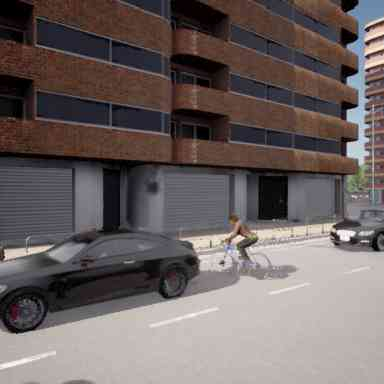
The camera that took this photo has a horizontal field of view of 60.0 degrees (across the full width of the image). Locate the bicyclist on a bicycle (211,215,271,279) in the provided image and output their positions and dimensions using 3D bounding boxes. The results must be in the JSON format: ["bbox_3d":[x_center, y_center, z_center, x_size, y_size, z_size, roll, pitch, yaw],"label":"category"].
[{"bbox_3d":[1.256,1.445,8.764,1.656,1.620,0.582,0,-1,25],"label":"bicyclist on a bicycle"}]

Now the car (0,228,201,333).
[{"bbox_3d":[-1.932,1.525,6.928,4.674,1.442,1.812,0,0,-37],"label":"car"}]

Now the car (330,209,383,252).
[{"bbox_3d":[7.770,1.491,14.042,4.902,1.511,2.128,0,0,-36],"label":"car"}]
